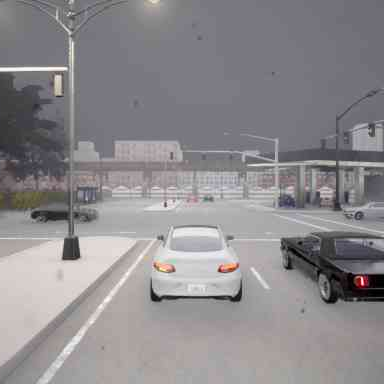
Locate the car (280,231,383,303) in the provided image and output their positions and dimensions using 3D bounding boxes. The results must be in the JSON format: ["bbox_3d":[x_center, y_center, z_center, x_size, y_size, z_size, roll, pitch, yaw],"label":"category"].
[{"bbox_3d":[3.590,1.599,8.116,1.895,1.301,4.718,0,0,0],"label":"car"}]

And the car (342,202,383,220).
[{"bbox_3d":[14.898,1.523,27.487,4.674,1.442,1.812,0,0,-1],"label":"car"}]

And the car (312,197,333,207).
[{"bbox_3d":[18.973,1.434,48.432,1.970,1.475,3.806,0,0,0],"label":"car"}]

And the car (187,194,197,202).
[{"bbox_3d":[0.026,1.250,72.320,2.097,1.767,4.553,0,0,0],"label":"car"}]

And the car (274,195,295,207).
[{"bbox_3d":[13.229,1.262,47.671,2.242,1.667,4.611,0,0,0],"label":"car"}]

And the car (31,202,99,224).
[{"bbox_3d":[-9.092,1.476,23.929,4.674,1.442,1.812,0,0,1],"label":"car"}]

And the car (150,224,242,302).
[{"bbox_3d":[0.085,1.517,8.133,1.812,1.442,4.674,0,0,0],"label":"car"}]

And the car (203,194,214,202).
[{"bbox_3d":[3.526,1.257,72.319,2.097,1.767,4.553,0,0,0],"label":"car"}]
